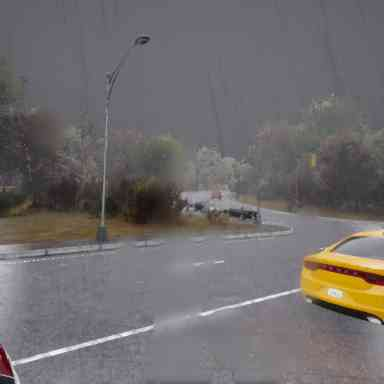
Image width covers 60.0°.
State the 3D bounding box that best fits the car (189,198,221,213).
[{"bbox_3d":[1.724,1.924,43.293,2.128,1.511,4.902,2,0,-18],"label":"car"}]

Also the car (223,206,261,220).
[{"bbox_3d":[5.120,2.149,34.312,1.895,1.301,4.718,3,-1,-22],"label":"car"}]

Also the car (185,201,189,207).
[{"bbox_3d":[-1.154,1.712,53.169,1.994,1.385,4.181,2,2,-13],"label":"car"}]

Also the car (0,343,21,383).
[{"bbox_3d":[-3.218,1.353,1.456,4.553,1.767,2.097,0,0,-35],"label":"car"}]

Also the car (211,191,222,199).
[{"bbox_3d":[5.742,0.744,78.981,2.150,2.045,5.566,2,2,-1],"label":"car"}]

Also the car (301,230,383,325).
[{"bbox_3d":[4.374,1.543,6.873,5.008,1.535,1.882,1,-1,-35],"label":"car"}]
